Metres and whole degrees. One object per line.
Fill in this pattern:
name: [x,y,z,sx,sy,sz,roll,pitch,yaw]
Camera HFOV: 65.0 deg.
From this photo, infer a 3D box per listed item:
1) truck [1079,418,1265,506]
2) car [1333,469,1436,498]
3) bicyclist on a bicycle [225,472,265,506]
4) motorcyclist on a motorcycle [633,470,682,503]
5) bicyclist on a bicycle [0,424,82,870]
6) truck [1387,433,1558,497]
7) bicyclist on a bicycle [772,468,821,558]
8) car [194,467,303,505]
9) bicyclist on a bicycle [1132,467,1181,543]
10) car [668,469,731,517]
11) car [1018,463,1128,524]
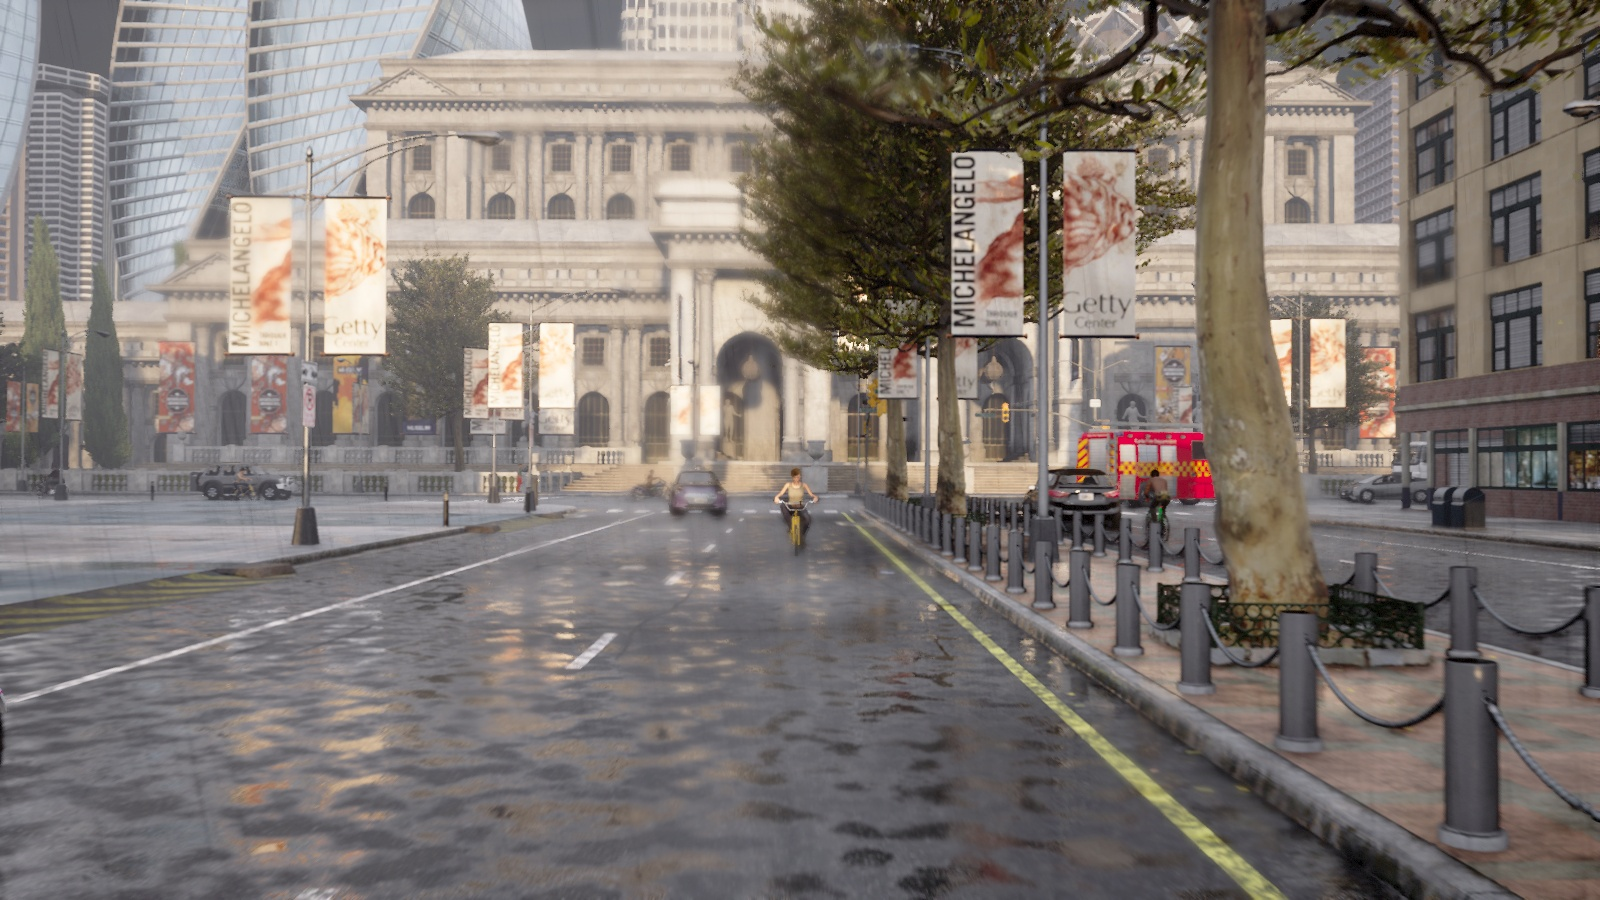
truck: [17.130,0.548,57.728,8.468,3.827,2.891,0,-1,-27]
car: [31.035,1.755,66.744,4.514,1.525,2.007,0,-1,0]
bicyclist on a bicycle: [-26.417,1.858,59.825,1.509,1.612,0.866,0,-1,0]
motorcyclist on a motorcycle: [-7.168,1.853,63.304,2.350,1.649,0.766,0,-1,0]
bicyclist on a bicycle: [-3.512,0.777,4.633,0.659,1.776,1.843,0,-1,0]
truck: [37.513,0.859,70.248,7.936,3.462,2.891,0,-1,0]
bicyclist on a bicycle: [-0.062,1.140,23.185,0.866,1.612,1.509,0,-1,0]
car: [-27.770,1.803,63.331,4.605,1.855,1.932,0,-1,0]
bicyclist on a bicycle: [8.035,1.208,28.343,0.582,1.620,1.656,0,1,-2]
car: [-3.716,1.524,45.668,2.033,1.649,4.856,0,-1,-7]
car: [7.907,1.244,36.848,2.242,1.667,4.611,0,-1,0]
